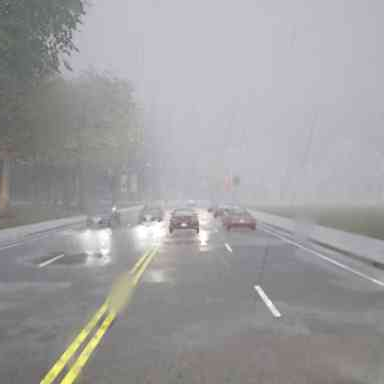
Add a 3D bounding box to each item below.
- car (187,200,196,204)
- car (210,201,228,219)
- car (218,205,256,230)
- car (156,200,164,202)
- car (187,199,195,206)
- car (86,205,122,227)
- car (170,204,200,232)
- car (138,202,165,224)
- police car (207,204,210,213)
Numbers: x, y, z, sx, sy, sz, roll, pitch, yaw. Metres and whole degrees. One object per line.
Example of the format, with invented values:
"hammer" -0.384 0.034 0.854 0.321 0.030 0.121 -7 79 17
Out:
"car" -0.101 2.452 67.872 1.895 1.301 4.718 0 -1 0
"car" 3.169 1.946 34.319 1.812 1.442 4.674 0 -1 0
"car" 3.196 1.848 23.320 1.994 1.385 4.181 0 -1 0
"car" -6.663 2.417 69.133 1.882 1.535 5.008 0 -1 0
"car" -0.192 2.531 79.741 1.812 1.442 4.674 0 -1 0
"car" -6.658 1.804 25.553 2.128 1.511 4.902 0 -1 0
"car" -0.441 1.793 21.895 1.812 1.442 4.674 0 -1 0
"car" -3.414 1.840 28.432 2.128 1.511 4.902 0 -1 0
"police car" 3.142 2.064 45.319 2.038 1.542 4.974 0 -1 0
